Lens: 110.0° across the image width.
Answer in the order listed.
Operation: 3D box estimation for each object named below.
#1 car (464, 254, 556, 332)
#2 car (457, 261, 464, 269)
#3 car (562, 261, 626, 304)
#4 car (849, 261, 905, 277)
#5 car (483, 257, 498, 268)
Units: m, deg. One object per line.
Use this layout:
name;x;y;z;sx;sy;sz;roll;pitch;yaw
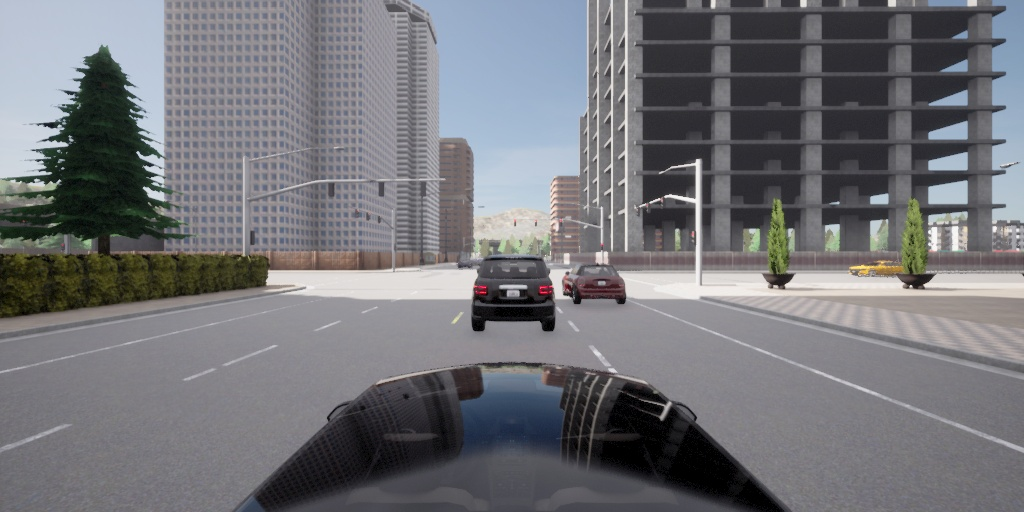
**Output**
car;0.049;0.970;11.055;2.150;2.045;5.566;0;0;0
car;-7.219;1.344;55.200;1.895;1.301;4.718;0;0;1
car;3.564;1.100;16.346;2.097;1.767;4.553;0;0;0
car;35.131;1.224;34.205;5.008;1.535;1.882;0;0;0
car;-3.634;1.095;60.736;2.097;1.767;4.553;0;0;1
